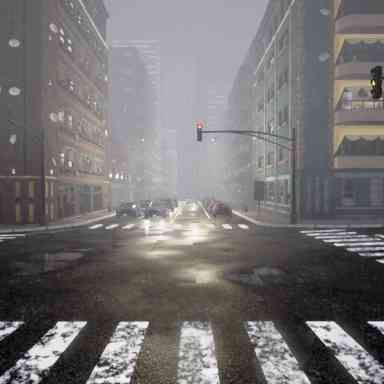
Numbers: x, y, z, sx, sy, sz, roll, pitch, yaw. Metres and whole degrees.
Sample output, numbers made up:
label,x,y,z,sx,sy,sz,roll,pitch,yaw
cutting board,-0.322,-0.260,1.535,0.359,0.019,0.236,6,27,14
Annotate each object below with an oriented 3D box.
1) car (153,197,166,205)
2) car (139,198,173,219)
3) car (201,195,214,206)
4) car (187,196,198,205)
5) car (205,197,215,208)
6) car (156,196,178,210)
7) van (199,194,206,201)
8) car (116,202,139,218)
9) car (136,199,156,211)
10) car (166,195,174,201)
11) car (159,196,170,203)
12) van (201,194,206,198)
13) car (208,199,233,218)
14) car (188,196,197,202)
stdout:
label,x,y,z,sx,sy,sz,roll,pitch,yaw
car,-5.660,1.561,57.912,1.887,1.381,4.507,0,0,0
car,-3.082,1.550,29.800,2.033,1.411,5.357,0,0,0
car,2.714,1.554,46.847,1.887,1.381,4.507,0,0,0
car,0.038,1.543,59.734,1.812,1.442,4.674,0,0,0
car,2.707,1.570,35.800,1.947,1.339,4.313,0,0,0
car,-3.072,1.511,39.918,1.837,1.490,4.892,0,0,0
van,2.736,1.379,85.512,1.690,1.788,3.998,-1,0,0
car,-5.677,1.568,30.294,1.947,1.339,4.313,0,0,0
car,-5.670,1.573,41.341,1.947,1.339,4.313,0,0,0
car,-5.643,1.563,85.359,1.752,1.417,4.829,0,0,0
car,-5.653,1.605,68.959,1.802,1.307,4.206,0,0,0
van,2.716,1.354,52.370,1.690,1.788,3.998,0,0,0
car,2.704,1.584,30.277,1.802,1.307,4.206,0,0,0
car,0.045,1.452,69.770,1.895,1.301,4.718,0,0,0
